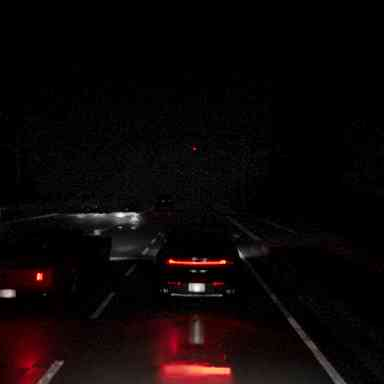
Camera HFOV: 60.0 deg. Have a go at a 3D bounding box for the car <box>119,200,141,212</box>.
[{"bbox_3d":[-7.118,1.598,38.481,1.895,1.301,4.718,0,0,0],"label":"car"}]

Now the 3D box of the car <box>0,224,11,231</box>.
[{"bbox_3d":[-7.108,1.525,9.900,1.812,1.442,4.674,0,0,0],"label":"car"}]

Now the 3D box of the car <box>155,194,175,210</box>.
[{"bbox_3d":[-3.433,1.218,42.332,2.150,2.045,5.566,0,0,0],"label":"car"}]

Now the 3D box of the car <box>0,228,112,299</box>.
[{"bbox_3d":[-3.420,1.600,8.414,1.895,1.301,4.718,0,0,0],"label":"car"}]

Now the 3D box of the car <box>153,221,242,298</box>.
[{"bbox_3d":[0.188,1.504,8.528,1.837,1.490,4.892,0,0,2],"label":"car"}]

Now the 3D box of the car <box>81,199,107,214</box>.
[{"bbox_3d":[-10.611,1.523,36.263,1.812,1.442,4.674,0,0,0],"label":"car"}]
